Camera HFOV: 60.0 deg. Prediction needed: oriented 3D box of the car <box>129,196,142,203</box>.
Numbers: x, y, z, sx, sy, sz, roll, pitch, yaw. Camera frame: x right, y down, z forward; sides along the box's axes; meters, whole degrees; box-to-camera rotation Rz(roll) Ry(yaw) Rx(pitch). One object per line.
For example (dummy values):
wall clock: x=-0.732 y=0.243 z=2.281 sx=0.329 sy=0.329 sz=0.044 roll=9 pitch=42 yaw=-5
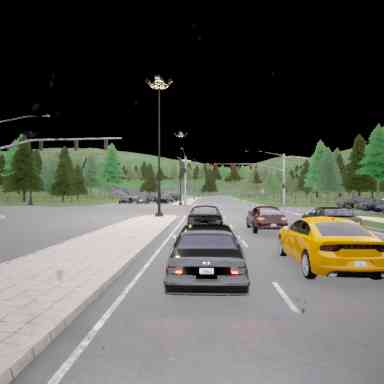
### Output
car: x=-12.169 y=1.524 z=72.088 sx=1.812 sy=1.442 sz=4.674 roll=0 pitch=0 yaw=2

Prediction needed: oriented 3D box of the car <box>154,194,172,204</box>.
car: x=-5.557 y=1.600 z=63.434 sx=1.895 sy=1.301 sz=4.718 roll=0 pitch=0 yaw=3

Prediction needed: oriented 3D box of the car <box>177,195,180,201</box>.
car: x=-4.741 y=1.225 z=82.660 sx=2.150 sy=2.045 sz=5.566 roll=0 pitch=0 yaw=2

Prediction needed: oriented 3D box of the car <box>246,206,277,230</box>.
car: x=4.271 y=1.526 z=19.240 sx=1.812 sy=1.442 sz=4.674 roll=0 pitch=0 yaw=3

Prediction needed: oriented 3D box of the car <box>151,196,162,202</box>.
car: x=-8.378 y=1.552 z=79.288 sx=1.994 sy=1.385 sz=4.181 roll=0 pitch=0 yaw=2

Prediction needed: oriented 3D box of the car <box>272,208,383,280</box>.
car: x=3.939 y=1.478 z=10.021 sx=1.882 sy=1.535 sz=5.008 roll=0 pitch=0 yaw=3

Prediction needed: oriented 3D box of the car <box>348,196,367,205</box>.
car: x=21.244 y=1.492 z=38.442 sx=4.902 sy=1.511 sz=2.128 roll=0 pitch=0 yaw=3

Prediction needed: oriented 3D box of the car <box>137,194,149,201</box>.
car: x=-11.815 y=1.355 z=80.944 sx=2.097 sy=1.767 sz=4.553 roll=0 pitch=0 yaw=2

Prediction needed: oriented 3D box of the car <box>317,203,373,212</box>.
car: x=7.756 y=1.547 z=18.855 sx=2.033 sy=1.411 sz=5.357 roll=0 pitch=0 yaw=3

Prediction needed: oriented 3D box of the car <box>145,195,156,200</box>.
car: x=-11.401 y=1.539 z=91.179 sx=2.033 sy=1.411 sz=5.357 roll=0 pitch=0 yaw=2

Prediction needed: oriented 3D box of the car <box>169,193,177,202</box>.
car: x=-5.153 y=1.355 z=72.368 sx=2.097 sy=1.767 sz=4.553 roll=0 pitch=0 yaw=2

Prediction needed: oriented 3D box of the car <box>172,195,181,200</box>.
car: x=-4.309 y=1.533 z=93.062 sx=2.033 sy=1.411 sz=5.357 roll=0 pitch=0 yaw=3

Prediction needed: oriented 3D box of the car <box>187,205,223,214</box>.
car: x=0.737 y=1.478 z=18.636 sx=1.882 sy=1.535 sz=5.008 roll=0 pitch=0 yaw=3

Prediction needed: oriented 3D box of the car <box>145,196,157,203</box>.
car: x=-8.703 y=1.552 z=71.176 sx=1.994 sy=1.385 sz=4.181 roll=0 pitch=0 yaw=2

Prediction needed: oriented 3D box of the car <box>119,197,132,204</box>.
car: x=-12.556 y=1.564 z=63.468 sx=1.994 sy=1.385 sz=4.181 roll=0 pitch=0 yaw=3

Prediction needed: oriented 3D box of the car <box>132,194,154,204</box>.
car: x=-9.118 y=1.491 z=62.325 sx=2.128 sy=1.511 sz=4.902 roll=0 pitch=0 yaw=3

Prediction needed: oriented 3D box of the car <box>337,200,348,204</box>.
car: x=20.633 y=1.351 z=41.978 sx=4.553 sy=1.767 sz=2.097 roll=0 pitch=0 yaw=3

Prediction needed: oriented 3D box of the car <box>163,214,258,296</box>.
car: x=0.383 y=1.547 z=8.816 sx=2.033 sy=1.411 sz=5.357 roll=0 pitch=0 yaw=2

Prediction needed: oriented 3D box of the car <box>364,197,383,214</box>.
car: x=21.513 y=1.547 z=34.918 sx=5.357 sy=1.411 sz=2.033 roll=0 pitch=0 yaw=3

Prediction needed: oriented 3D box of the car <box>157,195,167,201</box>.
car: x=-7.971 y=1.524 z=89.414 sx=2.128 sy=1.511 sz=4.902 roll=0 pitch=0 yaw=2
